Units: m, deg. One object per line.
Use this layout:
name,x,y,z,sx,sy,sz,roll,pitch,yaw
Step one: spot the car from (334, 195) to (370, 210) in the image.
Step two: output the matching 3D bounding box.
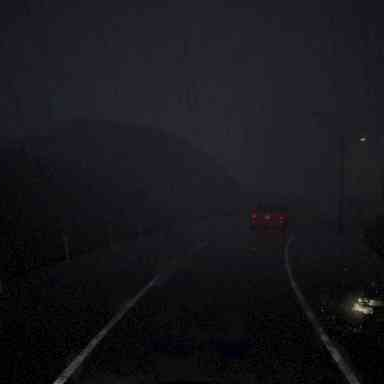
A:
car,17.916,1.104,37.184,5.357,1.411,2.033,-3,5,-40

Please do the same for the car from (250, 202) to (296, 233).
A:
car,5.213,1.453,20.952,2.097,1.767,4.553,2,2,25
